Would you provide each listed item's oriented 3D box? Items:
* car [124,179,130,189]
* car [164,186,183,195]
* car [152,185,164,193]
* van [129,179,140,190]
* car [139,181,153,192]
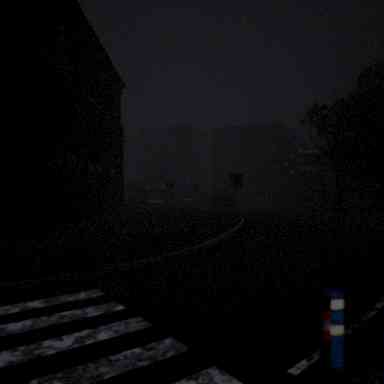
[{"bbox_3d":[-13.344,-1.671,70.277,2.435,2.045,5.566,6,2,12],"label":"car"},{"bbox_3d":[-3.078,-0.249,63.903,2.231,1.521,4.892,5,2,12],"label":"car"},{"bbox_3d":[-5.647,-0.502,65.513,2.002,1.452,4.674,6,2,12],"label":"car"},{"bbox_3d":[-10.751,-1.356,68.820,1.878,1.987,4.442,5,2,12],"label":"van"},{"bbox_3d":[-8.255,-0.835,66.930,1.946,1.575,5.366,6,2,12],"label":"car"}]
